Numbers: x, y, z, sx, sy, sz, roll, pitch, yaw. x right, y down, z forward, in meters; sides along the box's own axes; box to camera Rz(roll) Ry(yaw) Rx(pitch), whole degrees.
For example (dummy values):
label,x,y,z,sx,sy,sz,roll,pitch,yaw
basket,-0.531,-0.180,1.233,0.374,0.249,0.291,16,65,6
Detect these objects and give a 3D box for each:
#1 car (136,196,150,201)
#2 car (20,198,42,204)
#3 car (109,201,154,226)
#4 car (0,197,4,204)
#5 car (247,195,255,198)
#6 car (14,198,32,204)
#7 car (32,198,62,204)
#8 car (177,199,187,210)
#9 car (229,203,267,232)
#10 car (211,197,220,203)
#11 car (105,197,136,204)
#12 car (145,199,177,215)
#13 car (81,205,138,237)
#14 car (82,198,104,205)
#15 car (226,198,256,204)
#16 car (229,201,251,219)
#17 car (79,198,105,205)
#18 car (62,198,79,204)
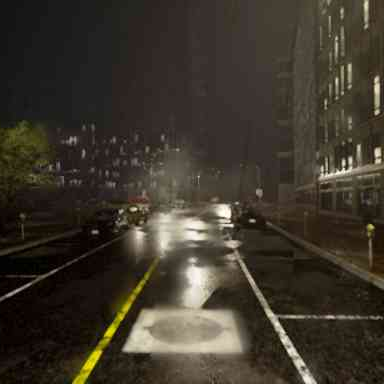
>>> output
label,x,y,z,sx,sy,sz,roll,pitch,yaw
car,-11.220,1.756,70.389,5.009,1.841,2.192,0,-1,17
car,-37.968,2.178,78.569,4.403,1.369,2.008,0,-1,17
car,-4.290,1.603,24.006,1.752,1.417,4.829,1,0,5
car,-48.668,2.017,81.848,5.009,1.841,2.192,0,-1,17
car,14.945,1.670,84.224,2.192,1.841,5.009,1,0,17
car,-34.908,1.858,69.396,4.097,1.590,1.967,0,-1,17
car,-29.561,1.932,67.757,4.403,1.369,2.008,0,-1,17
car,-1.758,1.716,45.798,2.008,1.369,4.403,1,0,8
car,3.474,1.628,20.386,1.947,1.339,4.313,1,0,4
car,5.883,1.896,82.245,1.752,1.417,4.829,1,0,15
car,-13.520,1.835,62.848,4.313,1.339,1.947,0,-1,17
car,-3.199,1.670,35.078,2.008,1.369,4.403,1,0,6
car,-4.676,1.623,18.691,1.947,1.339,4.313,1,0,3
car,-21.920,2.066,73.658,4.403,1.369,2.008,0,-1,17
car,3.932,1.521,26.055,1.967,1.590,4.097,1,0,6
car,4.485,1.644,31.671,1.887,1.381,4.507,1,0,6
car,-18.867,1.857,64.485,4.403,1.369,2.008,0,-1,17
car,-27.432,2.079,75.345,4.829,1.417,1.752,0,-1,17
